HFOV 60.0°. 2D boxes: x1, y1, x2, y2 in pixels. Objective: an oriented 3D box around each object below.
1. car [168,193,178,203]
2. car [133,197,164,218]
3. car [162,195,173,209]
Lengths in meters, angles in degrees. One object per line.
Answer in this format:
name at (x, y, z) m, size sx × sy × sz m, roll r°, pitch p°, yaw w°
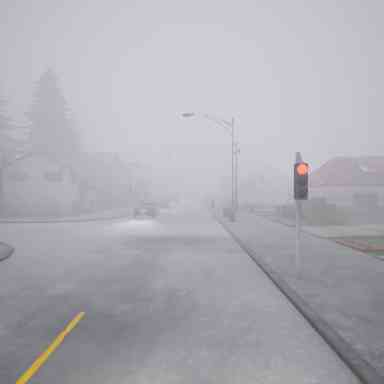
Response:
car at (-3.945, 1.224, 67.299) m, size 2.150 × 2.045 × 5.566 m, roll 0°, pitch 0°, yaw 1°
car at (-4.067, 1.492, 29.984) m, size 2.128 × 1.511 × 4.902 m, roll 0°, pitch 0°, yaw 0°
car at (-4.048, 1.505, 45.139) m, size 1.837 × 1.490 × 4.892 m, roll 0°, pitch 0°, yaw 0°
